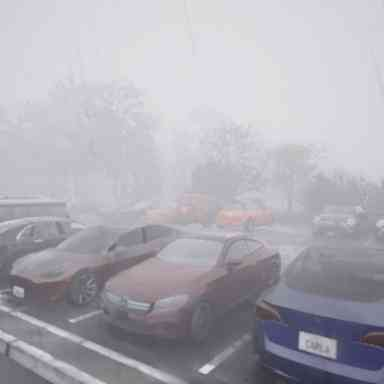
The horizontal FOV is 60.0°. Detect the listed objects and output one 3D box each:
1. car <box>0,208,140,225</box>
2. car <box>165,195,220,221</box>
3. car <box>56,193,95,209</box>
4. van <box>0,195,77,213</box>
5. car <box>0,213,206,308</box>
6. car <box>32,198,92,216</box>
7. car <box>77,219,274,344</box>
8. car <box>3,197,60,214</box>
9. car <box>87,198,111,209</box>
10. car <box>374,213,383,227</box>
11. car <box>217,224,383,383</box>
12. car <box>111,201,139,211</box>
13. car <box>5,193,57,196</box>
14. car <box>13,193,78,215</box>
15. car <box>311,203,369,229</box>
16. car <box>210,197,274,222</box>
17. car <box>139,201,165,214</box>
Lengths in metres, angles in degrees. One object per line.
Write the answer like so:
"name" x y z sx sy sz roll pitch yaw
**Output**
"car" -4.202 1.488 10.033 2.231 1.521 4.892 0 0 36
"car" 1.080 1.221 22.386 2.435 2.045 5.566 0 0 36
"car" -10.130 1.272 30.435 2.185 1.767 4.553 0 0 36
"van" -6.626 1.246 11.639 1.878 1.987 4.442 0 0 36
"car" -1.953 1.531 8.392 2.163 1.488 4.792 0 0 36
"car" -12.408 1.383 32.039 2.231 1.521 4.892 0 0 36
"car" 0.326 1.556 6.795 2.002 1.452 4.674 0 0 36
"car" -16.935 1.348 35.286 2.097 1.535 5.008 0 0 36
"car" -5.642 1.458 27.139 2.163 1.488 4.792 0 0 36
"car" 10.130 1.404 15.893 2.185 1.767 4.553 0 0 36
"car" 2.603 1.560 5.194 2.163 1.488 4.792 0 0 36
"car" -3.358 1.443 25.543 2.097 1.535 5.008 0 0 36
"car" -8.735 1.207 13.260 2.435 2.045 5.566 0 0 36
"car" -14.688 1.114 33.634 2.435 2.045 5.566 0 0 36
"car" 7.868 1.390 17.517 2.185 1.767 4.553 0 0 36
"car" 3.408 1.361 20.641 2.185 1.767 4.553 0 0 36
"car" -1.092 1.454 24.138 1.946 1.575 5.366 0 0 36
